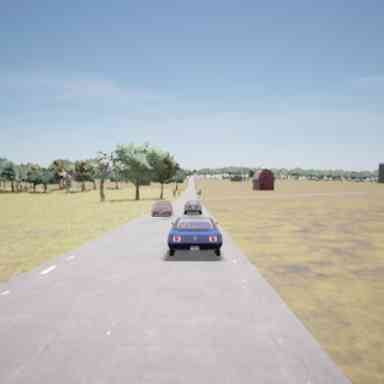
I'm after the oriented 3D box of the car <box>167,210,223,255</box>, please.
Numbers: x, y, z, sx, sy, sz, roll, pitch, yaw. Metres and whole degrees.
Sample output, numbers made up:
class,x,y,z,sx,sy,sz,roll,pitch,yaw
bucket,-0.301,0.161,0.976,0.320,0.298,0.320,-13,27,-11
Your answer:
class,x,y,z,sx,sy,sz,roll,pitch,yaw
car,0.101,1.598,13.313,1.895,1.301,4.718,0,0,0

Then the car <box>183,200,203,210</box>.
class,x,y,z,sx,sy,sz,roll,pitch,yaw
car,0.105,1.554,34.452,2.033,1.411,5.357,0,0,0

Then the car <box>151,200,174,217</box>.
class,x,y,z,sx,sy,sz,roll,pitch,yaw
car,-2.745,1.530,31.664,1.812,1.442,4.674,0,0,0
